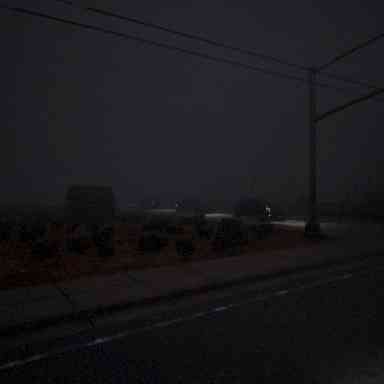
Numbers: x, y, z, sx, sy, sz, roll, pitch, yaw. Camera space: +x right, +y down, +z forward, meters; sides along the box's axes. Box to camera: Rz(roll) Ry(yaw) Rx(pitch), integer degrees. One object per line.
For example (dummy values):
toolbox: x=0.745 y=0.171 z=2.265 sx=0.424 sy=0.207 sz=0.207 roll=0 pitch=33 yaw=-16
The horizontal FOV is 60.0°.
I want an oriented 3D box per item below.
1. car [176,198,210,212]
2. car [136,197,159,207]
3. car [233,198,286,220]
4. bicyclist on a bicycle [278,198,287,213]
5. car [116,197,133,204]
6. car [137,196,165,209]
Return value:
car: x=0.020 y=1.471 z=35.258 sx=1.837 sy=1.490 sz=4.892 roll=0 pitch=0 yaw=-33
car: x=-7.123 y=1.566 z=53.231 sx=1.895 sy=1.301 sz=4.718 roll=0 pitch=0 yaw=-32
car: x=5.360 y=1.318 z=26.894 sx=2.097 sy=1.767 sz=4.553 roll=0 pitch=0 yaw=-33
bicyclist on a bicycle: x=9.264 y=1.425 z=33.968 sx=1.656 sy=1.620 sz=0.582 roll=0 pitch=0 yaw=-33
car: x=-12.536 y=1.528 z=61.614 sx=1.994 sy=1.385 sz=4.181 roll=0 pitch=0 yaw=-33
car: x=-5.368 y=1.317 z=43.723 sx=2.097 sy=1.767 sz=4.553 roll=0 pitch=0 yaw=-32
